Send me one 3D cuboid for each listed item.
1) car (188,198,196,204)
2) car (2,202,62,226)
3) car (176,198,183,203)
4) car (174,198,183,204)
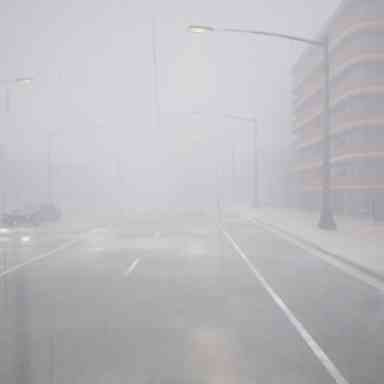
[{"bbox_3d":[-0.022,2.159,83.322,1.882,1.535,5.008,0,-2,0],"label":"car"},{"bbox_3d":[-10.591,1.418,22.548,2.033,1.411,5.357,0,1,0],"label":"car"},{"bbox_3d":[-3.524,2.398,92.607,1.895,1.301,4.718,0,-1,0],"label":"car"},{"bbox_3d":[-3.522,2.192,83.421,1.837,1.490,4.892,0,-2,0],"label":"car"}]
